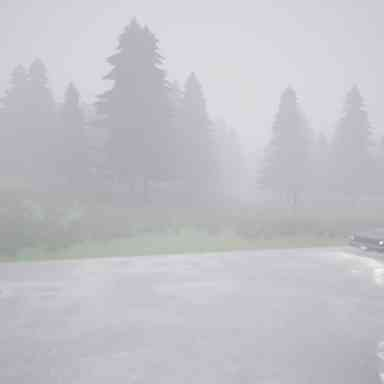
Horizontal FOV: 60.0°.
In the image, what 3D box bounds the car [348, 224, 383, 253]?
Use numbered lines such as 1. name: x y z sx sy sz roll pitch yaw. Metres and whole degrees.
1. car: 9.069 1.767 13.518 5.357 1.411 2.033 1 0 -18
